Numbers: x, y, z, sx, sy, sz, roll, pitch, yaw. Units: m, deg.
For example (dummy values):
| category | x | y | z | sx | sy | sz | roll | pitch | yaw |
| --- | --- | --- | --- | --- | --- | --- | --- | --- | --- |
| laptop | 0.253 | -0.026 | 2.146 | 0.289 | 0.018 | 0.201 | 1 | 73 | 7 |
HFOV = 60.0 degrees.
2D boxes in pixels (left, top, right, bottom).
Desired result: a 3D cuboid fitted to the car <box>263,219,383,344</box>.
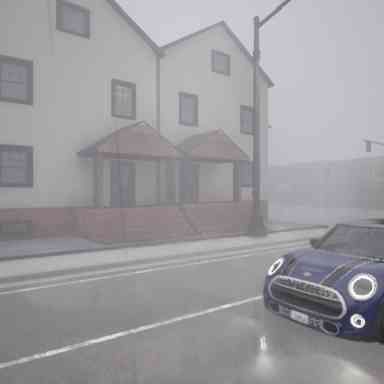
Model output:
| category | x | y | z | sx | sy | sz | roll | pitch | yaw |
| --- | --- | --- | --- | --- | --- | --- | --- | --- | --- |
| car | 3.503 | 1.352 | 6.460 | 4.553 | 1.767 | 2.097 | 0 | 0 | -35 |
